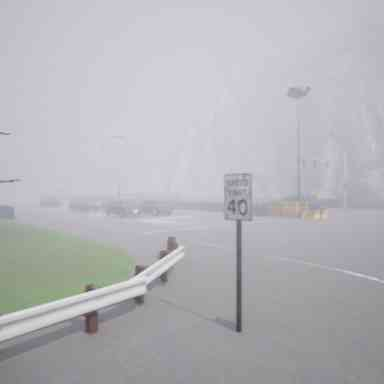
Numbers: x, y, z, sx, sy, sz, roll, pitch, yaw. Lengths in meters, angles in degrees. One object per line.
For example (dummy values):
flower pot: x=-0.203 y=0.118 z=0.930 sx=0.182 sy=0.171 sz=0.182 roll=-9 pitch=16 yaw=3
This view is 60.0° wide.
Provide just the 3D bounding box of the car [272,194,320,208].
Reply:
car: x=11.523 y=1.286 z=37.435 sx=2.150 sy=2.045 sz=5.566 roll=0 pitch=0 yaw=-41

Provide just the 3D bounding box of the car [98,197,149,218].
car: x=-6.545 y=1.547 z=31.332 sx=2.128 sy=1.511 sz=4.902 roll=0 pitch=0 yaw=-40

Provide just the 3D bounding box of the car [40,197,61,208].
car: x=-20.774 y=1.469 z=48.547 sx=1.837 sy=1.490 sz=4.892 roll=0 pitch=1 yaw=-40

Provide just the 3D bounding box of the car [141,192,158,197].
car: x=-9.933 y=1.100 z=68.543 sx=2.150 sy=2.045 sz=5.566 roll=0 pitch=1 yaw=-40

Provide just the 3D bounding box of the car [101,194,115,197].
car: x=-19.246 y=1.195 z=74.330 sx=1.837 sy=1.490 sz=4.892 roll=0 pitch=1 yaw=-40

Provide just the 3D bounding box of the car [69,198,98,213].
car: x=-12.458 y=1.644 z=38.456 sx=1.895 sy=1.301 sz=4.718 roll=0 pitch=0 yaw=-40

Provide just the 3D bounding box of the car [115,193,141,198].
car: x=-12.857 y=1.226 z=66.588 sx=2.097 sy=1.767 sz=4.553 roll=0 pitch=1 yaw=-40

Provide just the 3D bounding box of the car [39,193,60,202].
car: x=-26.071 y=0.983 z=60.605 sx=2.033 sy=1.411 sz=5.357 roll=0 pitch=1 yaw=-40

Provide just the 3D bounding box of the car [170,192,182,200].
car: x=-4.535 y=1.100 z=73.000 sx=2.150 sy=2.045 sz=5.566 roll=0 pitch=1 yaw=-40

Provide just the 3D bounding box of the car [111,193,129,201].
car: x=-16.526 y=1.051 z=76.533 sx=2.097 sy=1.767 sz=4.553 roll=0 pitch=1 yaw=-40

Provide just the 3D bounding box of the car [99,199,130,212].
car: x=-9.444 y=1.608 z=40.300 sx=1.994 sy=1.385 sz=4.181 roll=0 pitch=0 yaw=-40

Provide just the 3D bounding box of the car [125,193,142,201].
car: x=-13.826 y=1.052 z=78.760 sx=2.097 sy=1.767 sz=4.553 roll=0 pitch=1 yaw=-40

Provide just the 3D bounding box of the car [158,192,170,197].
car: x=-7.458 y=1.229 z=71.043 sx=2.097 sy=1.767 sz=4.553 roll=0 pitch=1 yaw=-40

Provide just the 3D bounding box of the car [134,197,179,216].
car: x=-3.785 y=1.561 z=33.486 sx=1.837 sy=1.490 sz=4.892 roll=0 pitch=0 yaw=-40
